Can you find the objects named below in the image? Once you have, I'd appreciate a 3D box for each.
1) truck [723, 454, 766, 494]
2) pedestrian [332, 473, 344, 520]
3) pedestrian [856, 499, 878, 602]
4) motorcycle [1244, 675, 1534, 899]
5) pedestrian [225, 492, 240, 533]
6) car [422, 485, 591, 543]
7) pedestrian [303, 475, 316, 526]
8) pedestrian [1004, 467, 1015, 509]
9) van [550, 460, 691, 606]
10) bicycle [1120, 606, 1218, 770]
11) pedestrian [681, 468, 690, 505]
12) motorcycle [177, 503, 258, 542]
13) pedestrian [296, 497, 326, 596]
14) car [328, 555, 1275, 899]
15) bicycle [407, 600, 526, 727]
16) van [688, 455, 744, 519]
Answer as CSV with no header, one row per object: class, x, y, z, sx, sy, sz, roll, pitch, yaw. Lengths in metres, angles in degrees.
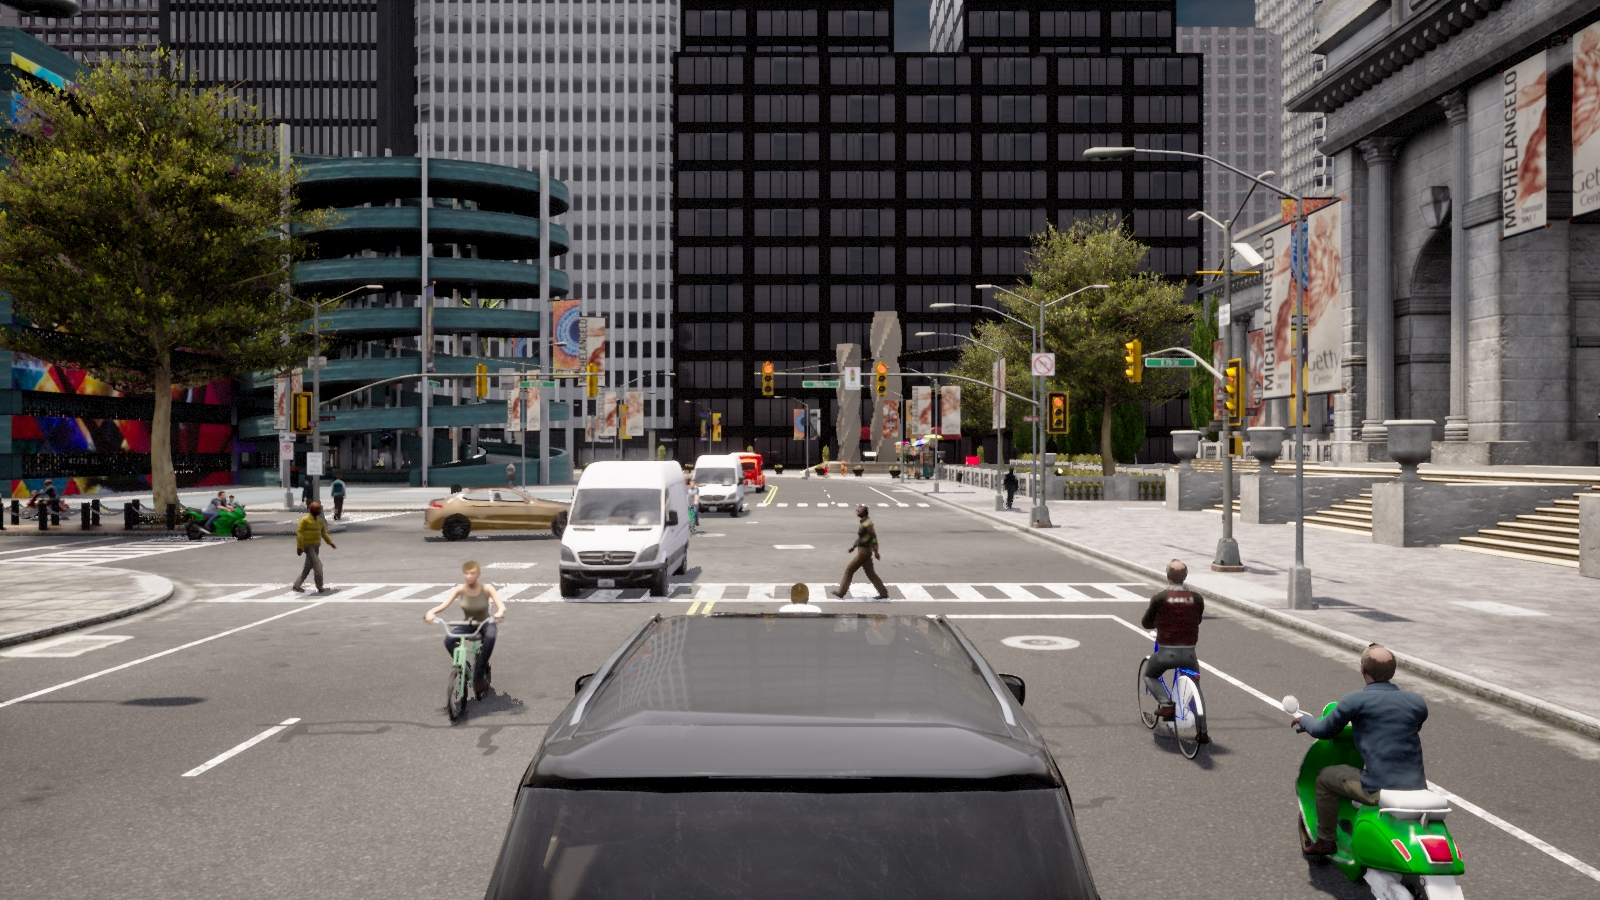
truck,-3.577,1.536,74.780,2.627,2.467,5.204,0,0,-1
pedestrian,-18.212,1.831,45.035,0.375,1.860,0.375,0,0,-12
pedestrian,1.236,1.841,21.013,0.375,1.860,0.375,0,0,-2
motorcycle,3.509,2.179,7.029,0.856,1.236,1.805,0,0,0
pedestrian,-18.358,2.024,36.962,0.375,1.300,0.375,0,0,-11
car,-9.264,1.978,36.151,5.027,1.651,2.152,0,0,-15
pedestrian,-17.880,1.832,41.663,0.375,1.860,0.375,0,0,-12
pedestrian,9.235,1.676,50.378,0.375,1.860,0.375,0,0,-18
van,-3.514,1.525,23.553,1.988,2.561,5.915,0,0,0
bicycle,3.482,2.205,10.903,0.329,1.171,1.835,0,0,0
pedestrian,-5.744,1.826,57.471,0.375,1.860,0.375,0,0,10
motorcycle,-17.782,2.198,34.894,2.033,1.145,0.803,0,-1,-2
pedestrian,-9.403,1.840,21.959,0.375,1.860,0.375,0,0,17
car,0.021,1.777,5.375,2.150,2.045,5.566,0,0,0
bicycle,-3.541,2.251,12.266,0.859,1.080,1.487,0,0,0
van,-3.519,1.516,48.838,1.988,2.561,5.915,0,0,0
